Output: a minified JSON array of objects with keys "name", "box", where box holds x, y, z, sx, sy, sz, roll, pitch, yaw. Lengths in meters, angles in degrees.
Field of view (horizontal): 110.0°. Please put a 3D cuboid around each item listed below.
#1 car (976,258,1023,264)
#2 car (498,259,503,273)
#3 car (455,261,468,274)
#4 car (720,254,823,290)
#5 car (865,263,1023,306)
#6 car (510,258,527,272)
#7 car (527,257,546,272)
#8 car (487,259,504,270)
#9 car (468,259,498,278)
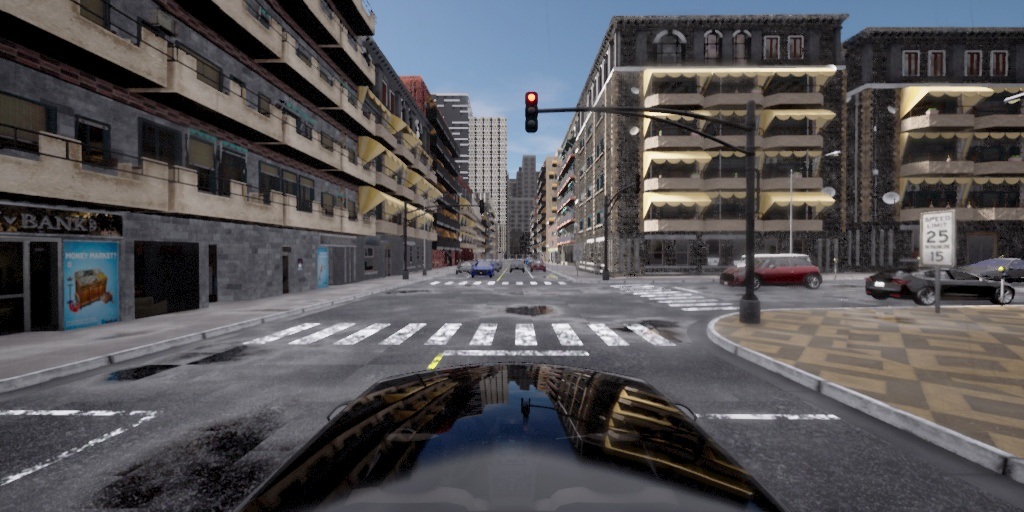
[{"name":"car","box":[26.577,0.833,19.302,5.357,1.411,2.033,-1,1,0]},{"name":"car","box":[-2.557,1.304,44.021,1.994,1.385,4.181,0,0,2]},{"name":"car","box":[-5.211,1.289,40.036,2.007,1.370,4.403,0,0,1]},{"name":"car","box":[13.778,0.841,19.307,4.553,1.767,2.097,-1,1,1]},{"name":"car","box":[15.918,1.072,13.502,4.313,1.339,1.948,0,0,0]},{"name":"car","box":[0.678,1.287,47.008,2.033,1.411,5.357,0,0,1]},{"name":"car","box":[3.239,1.179,45.451,1.967,1.591,4.097,0,0,1]},{"name":"car","box":[-2.432,1.233,53.997,2.128,1.511,4.902,0,0,1]},{"name":"car","box":[-2.696,1.216,34.065,1.882,1.535,5.008,0,0,1]}]
